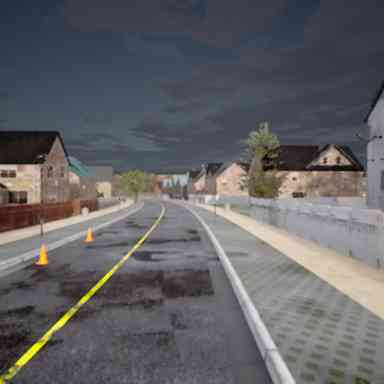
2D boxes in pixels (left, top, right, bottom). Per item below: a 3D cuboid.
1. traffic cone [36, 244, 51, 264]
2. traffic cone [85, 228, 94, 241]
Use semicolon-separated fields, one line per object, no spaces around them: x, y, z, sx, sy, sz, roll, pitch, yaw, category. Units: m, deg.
-4.733;1.959;10.588;0.340;0.580;0.340;0;0;0;traffic cone
-4.795;1.963;15.567;0.340;0.580;0.340;0;0;-1;traffic cone
